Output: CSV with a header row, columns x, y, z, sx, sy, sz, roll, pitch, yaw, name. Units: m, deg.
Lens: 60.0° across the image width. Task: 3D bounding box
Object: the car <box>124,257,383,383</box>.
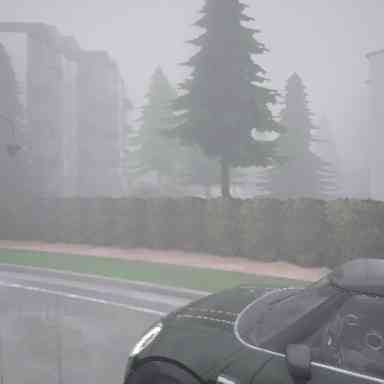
x,y,z,sx,sy,sz,roll,pitch,yaw,name
1.580,1.351,2.627,4.553,1.767,2.097,0,0,34,car
